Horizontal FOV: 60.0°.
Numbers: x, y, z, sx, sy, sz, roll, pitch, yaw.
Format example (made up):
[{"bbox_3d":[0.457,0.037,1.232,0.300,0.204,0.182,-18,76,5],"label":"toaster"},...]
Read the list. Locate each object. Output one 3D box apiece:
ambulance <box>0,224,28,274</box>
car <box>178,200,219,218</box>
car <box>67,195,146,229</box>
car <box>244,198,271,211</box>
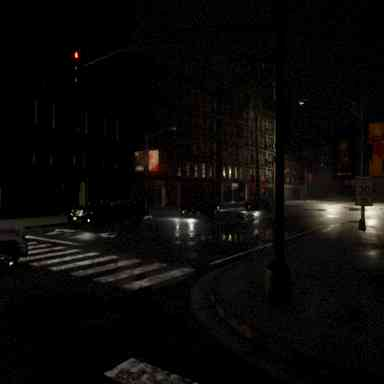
[{"bbox_3d":[-7.291,1.032,7.777,2.351,2.431,6.366,0,0,35],"label":"ambulance"},{"bbox_3d":[0.657,1.482,30.405,1.837,1.490,4.892,0,0,35],"label":"car"},{"bbox_3d":[-5.389,1.204,21.923,2.150,2.045,5.566,0,0,33],"label":"car"},{"bbox_3d":[8.104,1.473,40.882,1.837,1.490,4.892,0,1,36],"label":"car"}]
